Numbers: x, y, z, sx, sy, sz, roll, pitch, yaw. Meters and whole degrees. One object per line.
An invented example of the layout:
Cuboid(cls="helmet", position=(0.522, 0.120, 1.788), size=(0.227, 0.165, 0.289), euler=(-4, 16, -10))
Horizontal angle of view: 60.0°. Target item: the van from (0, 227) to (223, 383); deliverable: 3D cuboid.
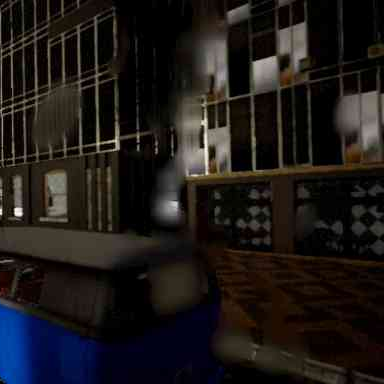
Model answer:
Cuboid(cls="van", position=(-1.582, 1.380, 4.021), size=(3.998, 1.788, 1.690), euler=(-1, -2, 35))
